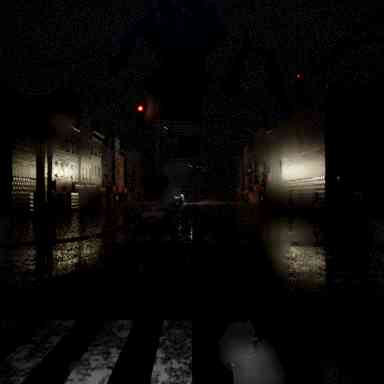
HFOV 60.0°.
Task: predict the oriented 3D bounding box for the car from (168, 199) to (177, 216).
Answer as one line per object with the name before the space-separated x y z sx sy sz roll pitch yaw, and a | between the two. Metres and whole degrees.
car | -2.647 1.572 29.651 1.887 1.381 4.507 0 0 0

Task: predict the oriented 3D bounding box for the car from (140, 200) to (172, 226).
car | -2.645 1.543 23.876 1.752 1.417 4.829 0 0 0

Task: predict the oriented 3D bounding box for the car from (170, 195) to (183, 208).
car | -2.655 1.503 46.467 1.967 1.590 4.097 0 0 0

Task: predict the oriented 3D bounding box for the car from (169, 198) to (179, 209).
car | -2.650 1.619 35.256 1.802 1.307 4.206 0 0 0

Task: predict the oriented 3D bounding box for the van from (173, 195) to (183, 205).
van | -2.662 1.450 63.284 1.690 1.788 3.998 0 0 0

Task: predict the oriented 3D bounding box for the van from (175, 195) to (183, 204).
van | -2.664 1.467 68.889 1.690 1.788 3.998 0 0 0

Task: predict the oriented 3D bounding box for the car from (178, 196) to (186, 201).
car | -2.676 1.771 91.311 1.947 1.339 4.313 0 0 0

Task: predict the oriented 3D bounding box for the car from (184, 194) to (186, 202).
car | -2.659 1.408 57.678 2.192 1.841 5.009 0 0 0
